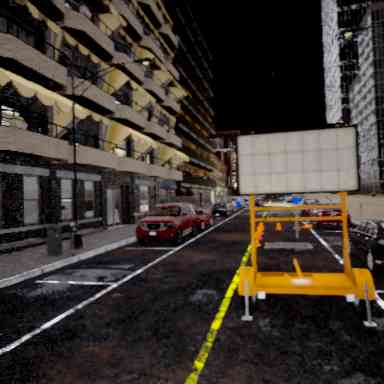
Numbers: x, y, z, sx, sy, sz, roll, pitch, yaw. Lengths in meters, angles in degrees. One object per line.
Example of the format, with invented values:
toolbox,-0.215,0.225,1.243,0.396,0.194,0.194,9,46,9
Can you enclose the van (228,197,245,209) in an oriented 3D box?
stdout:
van,5.576,1.509,44.051,1.690,1.788,3.998,-1,0,14

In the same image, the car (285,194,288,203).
car,17.728,1.405,58.251,1.802,1.307,4.206,-1,0,14

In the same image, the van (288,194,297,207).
van,15.043,1.172,47.442,1.690,1.788,3.998,-1,0,14

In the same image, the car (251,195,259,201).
car,17.638,1.680,92.705,1.887,1.381,4.507,-1,0,14

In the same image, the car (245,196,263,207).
car,9.370,1.607,48.318,2.033,1.411,5.357,-2,-1,14

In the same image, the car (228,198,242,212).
car,4.241,1.723,38.643,2.008,1.369,4.403,-1,0,14

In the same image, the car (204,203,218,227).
car,0.221,1.731,22.425,1.887,1.381,4.507,-1,0,14

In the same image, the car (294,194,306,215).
car,11.026,1.284,31.222,1.967,1.590,4.097,-1,0,14

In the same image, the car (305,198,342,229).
car,8.346,1.294,20.410,1.967,1.590,4.097,-1,0,14

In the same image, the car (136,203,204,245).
car,-1.124,1.507,17.019,2.192,1.841,5.009,-1,0,14

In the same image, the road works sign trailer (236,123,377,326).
road works sign trailer,2.211,0.439,7.048,2.380,3.560,2.880,-2,-1,14

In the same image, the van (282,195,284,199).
van,21.742,1.152,74.473,1.690,1.788,3.998,-1,0,14

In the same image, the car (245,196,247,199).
car,6.879,1.689,49.291,1.752,1.417,4.829,-1,0,14

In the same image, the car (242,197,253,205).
car,10.898,1.677,65.509,1.752,1.417,4.829,-1,0,14

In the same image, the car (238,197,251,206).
car,9.600,1.706,60.267,2.008,1.369,4.403,-1,0,14

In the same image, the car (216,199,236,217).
car,2.902,1.743,33.237,1.947,1.339,4.313,-1,0,14

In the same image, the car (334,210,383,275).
car,5.670,1.415,9.596,2.008,1.369,4.403,-1,0,14

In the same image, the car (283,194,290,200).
car,25.806,1.327,90.854,1.752,1.417,4.829,-1,0,14

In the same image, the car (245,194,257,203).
car,13.613,1.459,76.487,2.192,1.841,5.009,-1,0,14
